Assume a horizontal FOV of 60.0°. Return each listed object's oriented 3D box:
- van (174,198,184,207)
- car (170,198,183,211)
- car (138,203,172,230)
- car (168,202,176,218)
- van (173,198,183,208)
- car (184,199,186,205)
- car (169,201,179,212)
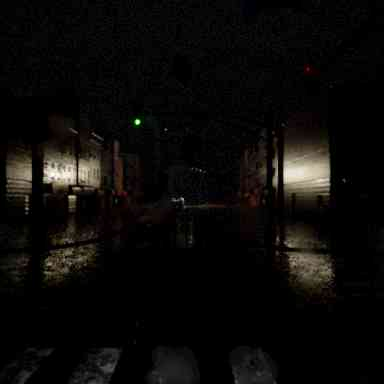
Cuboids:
[{"bbox_3d":[-2.628,2.090,67.949,1.690,1.788,3.998,0,-1,0],"label":"van"},{"bbox_3d":[-2.630,1.920,45.528,1.967,1.590,4.097,0,-1,0],"label":"car"},{"bbox_3d":[-2.632,1.754,22.938,1.752,1.417,4.829,0,-1,0],"label":"car"},{"bbox_3d":[-2.632,1.835,28.712,1.887,1.381,4.507,0,-1,0],"label":"car"},{"bbox_3d":[-2.628,2.022,62.345,1.690,1.788,3.998,0,-1,0],"label":"van"},{"bbox_3d":[-2.629,1.928,56.740,2.192,1.841,5.009,0,-1,0],"label":"car"},{"bbox_3d":[-2.632,1.934,34.316,1.802,1.307,4.206,0,-1,0],"label":"car"}]
